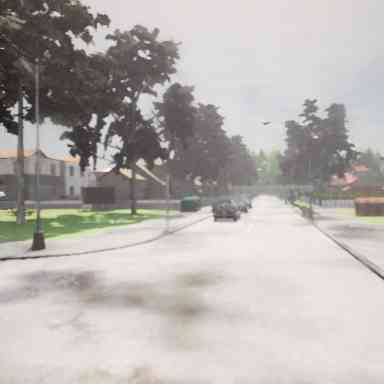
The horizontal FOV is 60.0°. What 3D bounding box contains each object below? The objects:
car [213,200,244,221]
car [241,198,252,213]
[{"bbox_3d":[2.947,1.631,27.483,1.895,1.301,4.718,-1,0,13],"label":"car"},{"bbox_3d":[5.239,1.590,37.208,1.994,1.385,4.181,-1,0,13],"label":"car"}]
